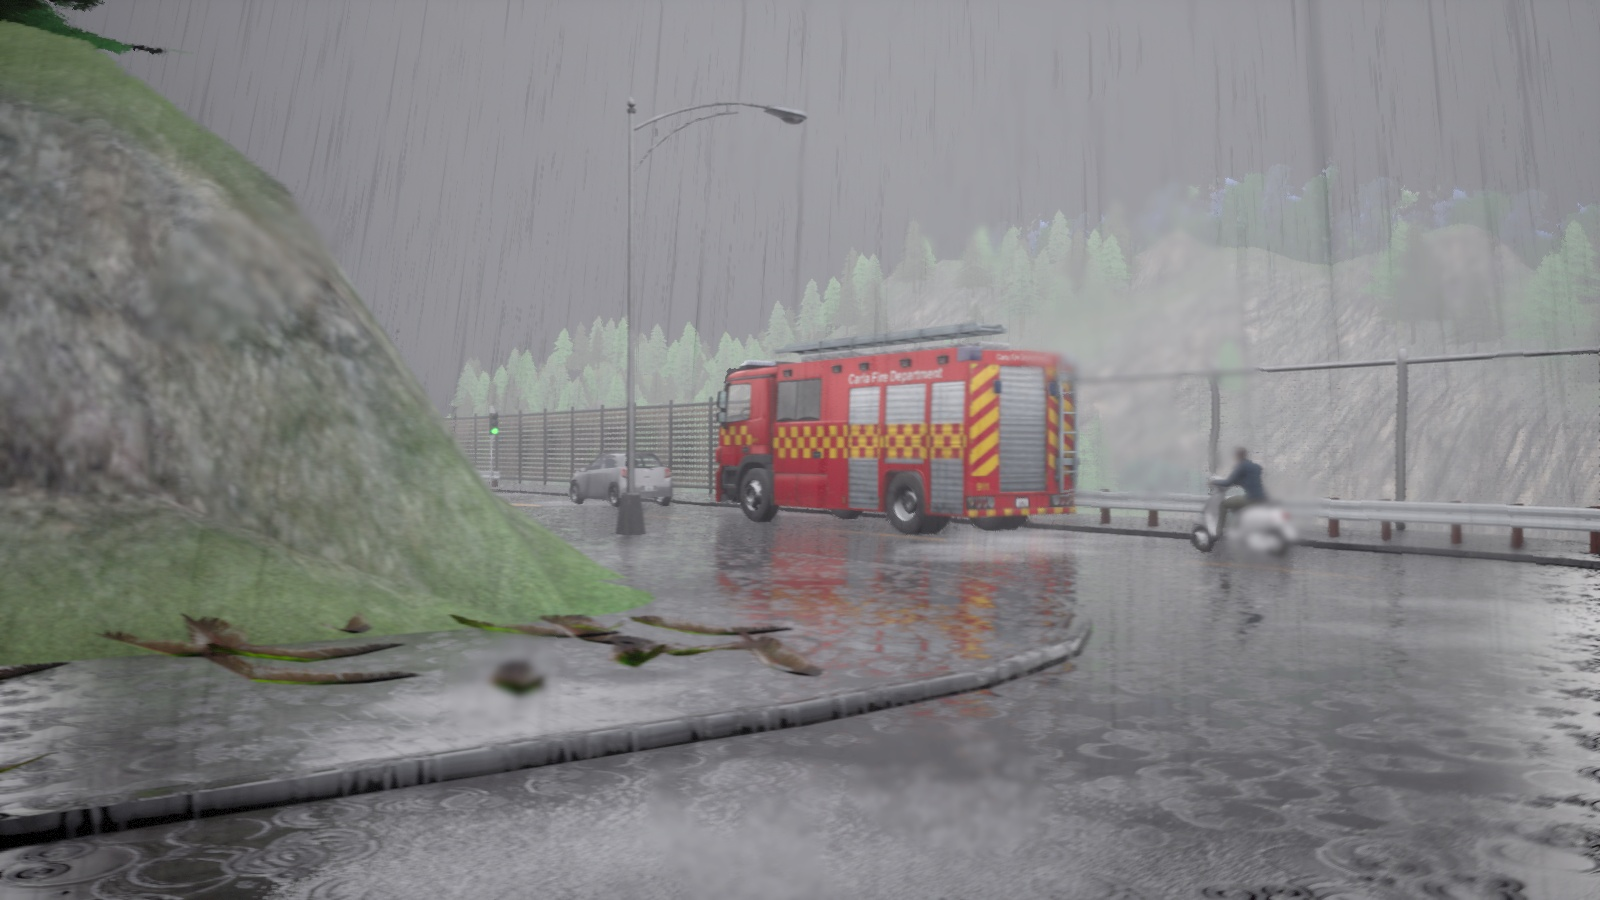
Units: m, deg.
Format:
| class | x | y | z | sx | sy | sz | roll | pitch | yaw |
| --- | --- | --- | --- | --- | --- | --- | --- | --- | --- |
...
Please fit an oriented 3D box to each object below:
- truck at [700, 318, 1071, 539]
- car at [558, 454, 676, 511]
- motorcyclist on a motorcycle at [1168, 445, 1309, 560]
| class | x | y | z | sx | sy | sz | roll | pitch | yaw |
| --- | --- | --- | --- | --- | --- | --- | --- | --- | --- |
| truck | 1.379 | -0.359 | 25.938 | 2.891 | 3.827 | 8.468 | 0 | 0 | -36 |
| car | -5.186 | 0.857 | 35.319 | 1.845 | 1.501 | 3.633 | 0 | 0 | -35 |
| motorcyclist on a motorcycle | 6.407 | 0.731 | 18.435 | 0.866 | 1.590 | 1.817 | 0 | 0 | -31 |
